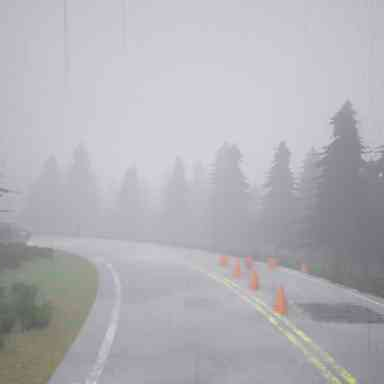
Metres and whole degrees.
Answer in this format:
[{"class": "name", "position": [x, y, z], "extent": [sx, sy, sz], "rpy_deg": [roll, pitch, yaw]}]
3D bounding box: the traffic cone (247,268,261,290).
[{"class": "traffic cone", "position": [1.745, 2.410, 9.281], "extent": [0.340, 0.580, 0.340], "rpy_deg": [3, -3, -6]}]

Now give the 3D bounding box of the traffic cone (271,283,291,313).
[{"class": "traffic cone", "position": [1.949, 2.307, 7.292], "extent": [0.340, 0.580, 0.340], "rpy_deg": [3, -3, -6]}]

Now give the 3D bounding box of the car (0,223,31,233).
[{"class": "car", "position": [-15.811, 3.408, 28.581], "extent": [4.902, 1.511, 2.128], "rpy_deg": [-3, -4, 32]}]

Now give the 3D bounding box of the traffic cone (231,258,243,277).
[{"class": "traffic cone", "position": [1.537, 2.535, 11.275], "extent": [0.340, 0.580, 0.340], "rpy_deg": [3, -4, -6]}]
